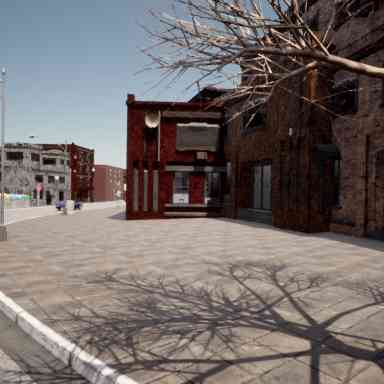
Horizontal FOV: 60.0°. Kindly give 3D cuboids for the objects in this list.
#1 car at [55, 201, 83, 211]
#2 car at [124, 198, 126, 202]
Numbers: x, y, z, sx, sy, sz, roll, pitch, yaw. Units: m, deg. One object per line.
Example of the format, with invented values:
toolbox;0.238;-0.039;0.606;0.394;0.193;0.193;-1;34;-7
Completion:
car;-16.265;1.793;44.333;1.895;1.301;4.718;1;0;3
car;-17.130;2.005;90.746;2.128;1.511;4.902;1;-1;3
